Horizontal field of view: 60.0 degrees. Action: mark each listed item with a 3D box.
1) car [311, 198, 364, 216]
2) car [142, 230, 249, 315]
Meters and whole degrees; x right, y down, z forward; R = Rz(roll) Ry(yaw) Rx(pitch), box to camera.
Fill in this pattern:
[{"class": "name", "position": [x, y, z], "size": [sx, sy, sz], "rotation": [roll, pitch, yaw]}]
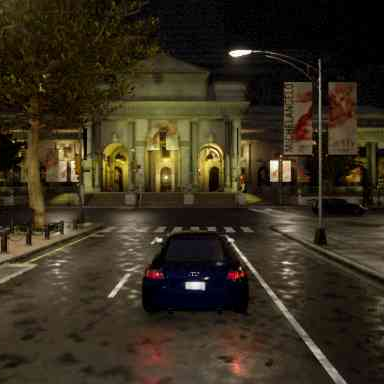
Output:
[{"class": "car", "position": [13.768, 1.352, 31.517], "size": [4.553, 1.767, 2.097], "rotation": [0, 0, 0]}, {"class": "car", "position": [0.073, 1.564, 7.676], "size": [1.994, 1.385, 4.181], "rotation": [0, 0, 0]}]
